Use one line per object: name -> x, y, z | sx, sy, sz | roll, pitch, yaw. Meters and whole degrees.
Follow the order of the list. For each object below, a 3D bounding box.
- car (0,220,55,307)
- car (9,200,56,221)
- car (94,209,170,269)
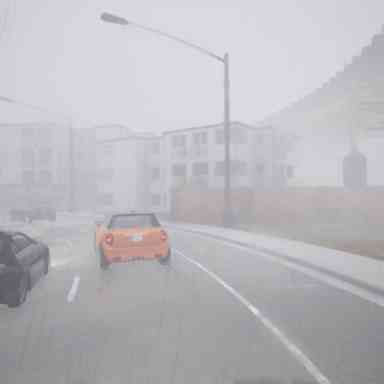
car -> -4.682, 1.618, 7.879 | 1.994, 1.385, 4.181 | 0, 0, -14
car -> -12.904, 1.506, 26.776 | 4.553, 1.767, 2.097 | -1, 0, 42
car -> -2.265, 1.384, 11.656 | 2.097, 1.767, 4.553 | -1, 0, -19
